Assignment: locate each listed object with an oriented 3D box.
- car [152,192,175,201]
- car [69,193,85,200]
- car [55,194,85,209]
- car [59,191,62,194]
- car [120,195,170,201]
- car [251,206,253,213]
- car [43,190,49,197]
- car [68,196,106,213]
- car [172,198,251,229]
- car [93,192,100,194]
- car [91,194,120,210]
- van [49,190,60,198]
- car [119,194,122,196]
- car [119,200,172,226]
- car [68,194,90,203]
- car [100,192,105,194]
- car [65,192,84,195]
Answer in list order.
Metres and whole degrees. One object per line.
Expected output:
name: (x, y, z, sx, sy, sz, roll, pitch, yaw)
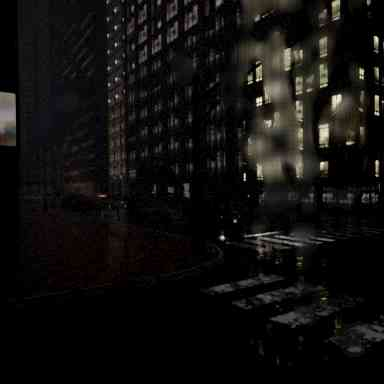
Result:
car: (-3.698, 0.967, 38.175, 2.192, 1.841, 5.009, -1, 1, -35)
car: (-22.918, 0.893, 66.039, 1.887, 1.381, 4.507, -1, 1, -35)
car: (-13.775, 1.291, 38.030, 2.008, 1.369, 4.403, -1, 1, -35)
car: (-26.121, 0.737, 70.681, 1.967, 1.590, 4.097, -1, 1, -35)
car: (-4.193, 1.318, 28.687, 1.837, 1.490, 4.892, -1, 1, -35)
car: (3.056, 1.282, 28.321, 1.752, 1.417, 4.829, -1, 1, -35)
car: (-35.732, 0.693, 84.612, 2.008, 1.369, 4.403, -1, 1, -35)
car: (-10.571, 1.356, 33.386, 1.947, 1.339, 4.313, -1, 1, -35)
car: (1.079, 1.385, 21.033, 2.128, 1.511, 4.902, -1, 1, -34)
car: (-16.006, 0.799, 56.746, 2.097, 1.767, 4.553, -1, 1, -35)
car: (-10.044, 1.248, 37.186, 1.812, 1.442, 4.674, -1, 1, -35)
van: (-32.528, 0.535, 79.966, 1.690, 1.788, 3.998, -1, 1, -35)
car: (-7.135, 1.179, 38.586, 1.837, 1.490, 4.892, -1, 1, -35)
car: (-2.937, 1.457, 22.369, 2.008, 1.369, 4.403, -1, 1, -35)
car: (-18.976, 1.036, 55.766, 2.033, 1.411, 5.357, -1, 1, -35)
car: (-12.020, 1.013, 51.029, 1.837, 1.490, 4.892, -1, 1, -35)
car: (-15.923, 1.134, 45.777, 1.837, 1.490, 4.892, -1, 1, -34)
